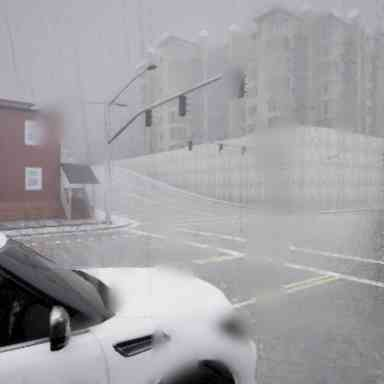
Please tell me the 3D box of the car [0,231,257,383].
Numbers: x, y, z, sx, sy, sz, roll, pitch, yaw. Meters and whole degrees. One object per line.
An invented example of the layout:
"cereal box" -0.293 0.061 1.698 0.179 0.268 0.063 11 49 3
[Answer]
"car" -2.054 1.224 2.313 5.566 2.045 2.150 0 0 -35
